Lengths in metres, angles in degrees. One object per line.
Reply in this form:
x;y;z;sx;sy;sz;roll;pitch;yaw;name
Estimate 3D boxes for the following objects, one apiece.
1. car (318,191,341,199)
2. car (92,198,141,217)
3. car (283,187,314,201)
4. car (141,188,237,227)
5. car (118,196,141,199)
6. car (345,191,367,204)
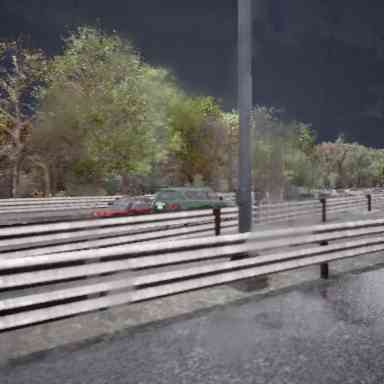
18.006;0.581;43.483;1.837;1.490;4.892;0;1;38;car
-3.263;1.199;19.338;1.895;1.301;4.718;0;1;41;car
14.369;0.310;44.794;2.150;2.045;5.566;0;1;43;car
0.240;0.804;18.025;2.150;2.045;5.566;0;1;41;car
-3.873;1.043;23.955;1.837;1.490;4.892;0;1;41;car
19.794;0.584;40.104;1.882;1.535;5.008;0;1;33;car
